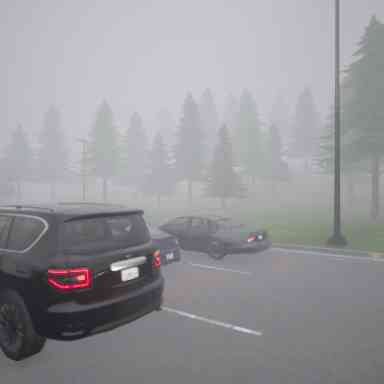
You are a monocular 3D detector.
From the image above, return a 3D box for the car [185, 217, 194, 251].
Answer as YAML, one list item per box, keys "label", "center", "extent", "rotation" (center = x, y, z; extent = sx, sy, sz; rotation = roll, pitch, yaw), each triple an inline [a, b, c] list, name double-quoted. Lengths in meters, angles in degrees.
- label: "car"
  center: [-2.461, 1.526, 10.046]
  extent: [4.674, 1.442, 1.812]
  rotation: [0, 0, 35]

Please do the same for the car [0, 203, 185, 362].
- label: "car"
  center: [-3.041, 1.222, 6.150]
  extent: [5.566, 2.045, 2.150]
  rotation: [0, 0, 35]

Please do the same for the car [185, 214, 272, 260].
- label: "car"
  center: [0.214, 1.547, 12.447]
  extent: [5.357, 1.411, 2.033]
  rotation: [0, 0, 35]

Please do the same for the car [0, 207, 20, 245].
- label: "car"
  center: [-10.326, 1.478, 15.664]
  extent: [5.008, 1.535, 1.882]
  rotation: [0, 0, 36]

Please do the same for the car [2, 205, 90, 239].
- label: "car"
  center: [-8.209, 1.548, 18.452]
  extent: [5.357, 1.411, 2.033]
  rotation: [0, 0, 35]
